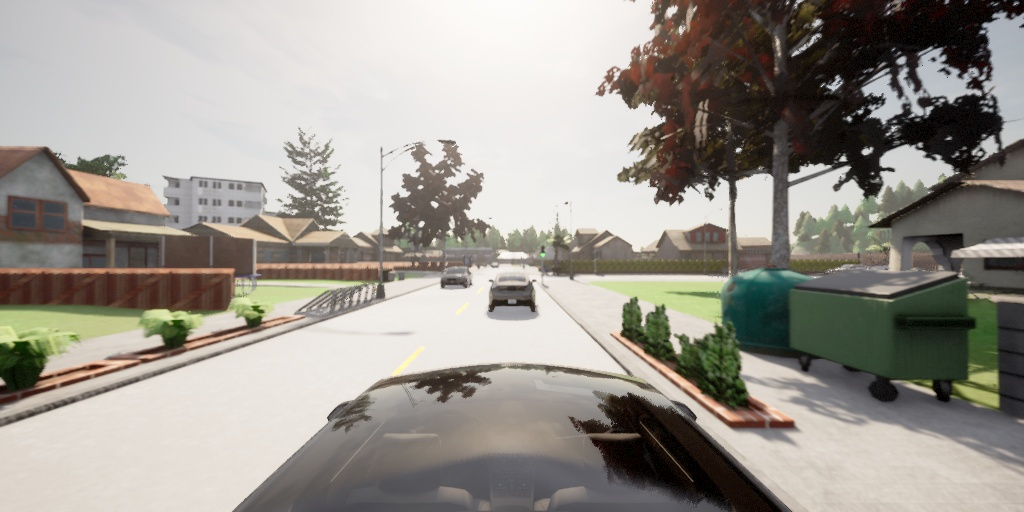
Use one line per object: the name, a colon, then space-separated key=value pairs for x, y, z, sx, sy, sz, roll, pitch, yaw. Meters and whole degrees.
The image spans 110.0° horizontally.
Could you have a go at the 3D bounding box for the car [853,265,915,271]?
car: x=39.514 y=1.681 z=37.434 sx=5.357 sy=1.411 sz=2.033 roll=0 pitch=-1 yaw=0

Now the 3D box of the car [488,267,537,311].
car: x=0.026 y=1.405 z=15.342 sx=1.837 sy=1.490 sz=4.892 roll=0 pitch=0 yaw=0

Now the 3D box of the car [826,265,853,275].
car: x=39.095 y=1.705 z=41.438 sx=4.674 sy=1.442 sz=1.812 roll=0 pitch=-1 yaw=0

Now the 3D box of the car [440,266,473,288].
car: x=-3.999 y=1.524 z=26.392 sx=1.837 sy=1.490 sz=4.892 roll=0 pitch=-1 yaw=0
